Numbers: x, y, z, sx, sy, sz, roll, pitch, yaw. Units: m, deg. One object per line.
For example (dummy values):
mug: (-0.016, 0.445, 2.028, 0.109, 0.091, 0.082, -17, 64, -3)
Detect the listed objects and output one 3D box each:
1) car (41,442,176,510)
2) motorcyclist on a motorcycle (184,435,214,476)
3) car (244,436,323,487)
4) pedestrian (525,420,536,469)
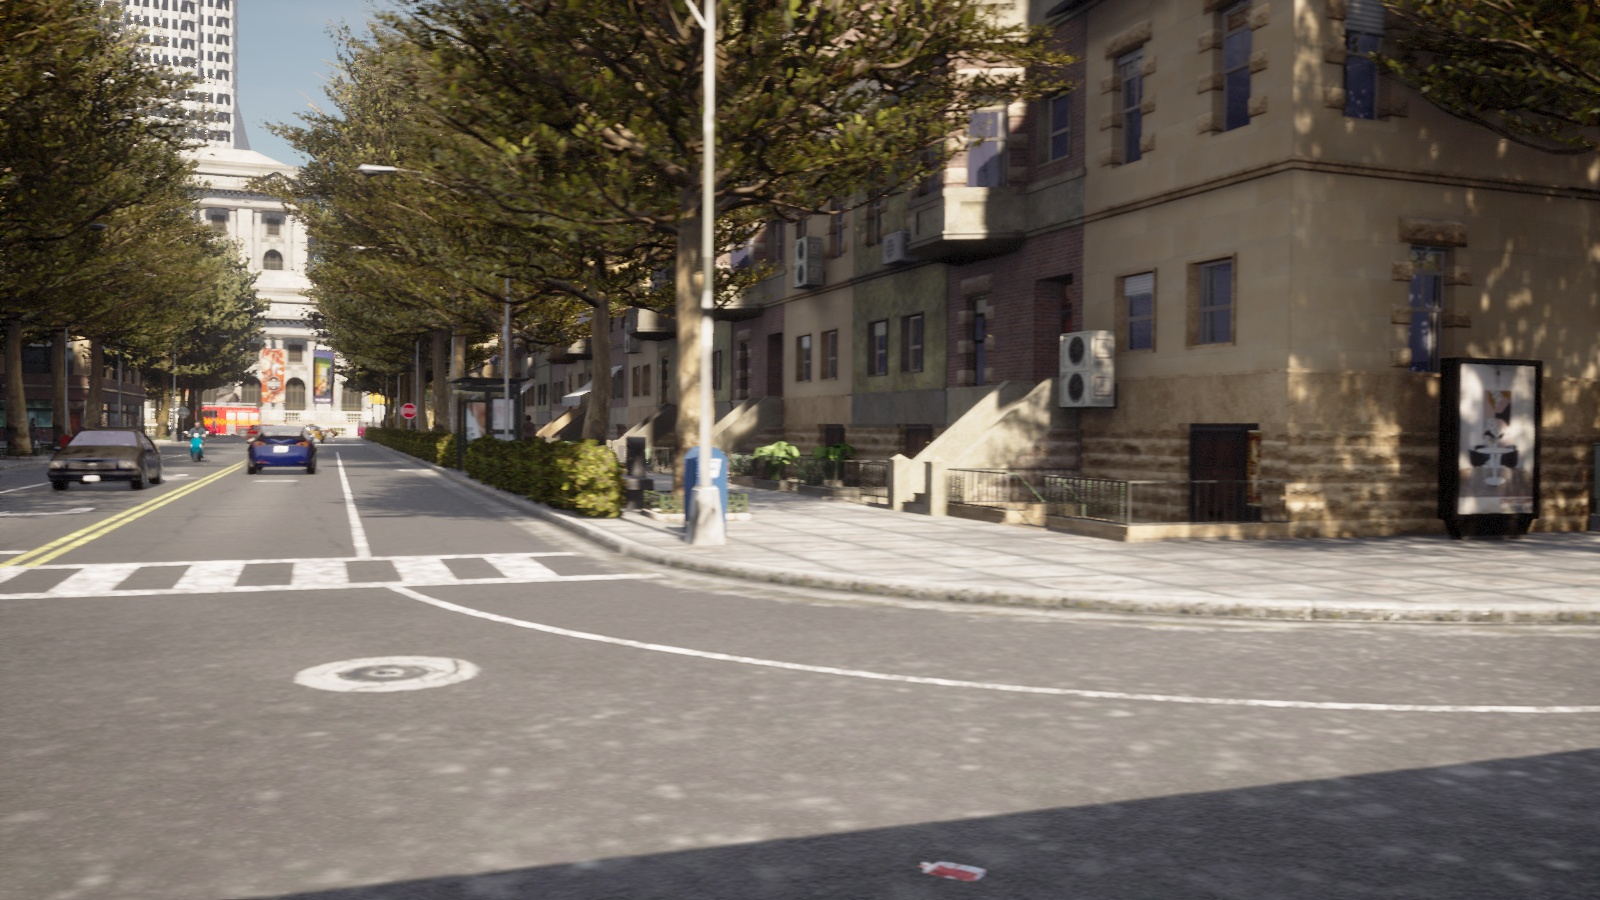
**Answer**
car: (-16.313, 0.535, 29.901, 2.033, 1.411, 5.357, -1, 1, -21)
motorcyclist on a motorcycle: (-23.642, 0.203, 49.429, 0.866, 1.590, 1.817, -1, 1, -21)
car: (-16.449, 0.321, 40.221, 2.163, 1.488, 4.792, -1, 1, -21)
pedestrian: (-10.149, -0.204, 47.252, 0.328, 1.805, 0.869, -1, 1, -9)
